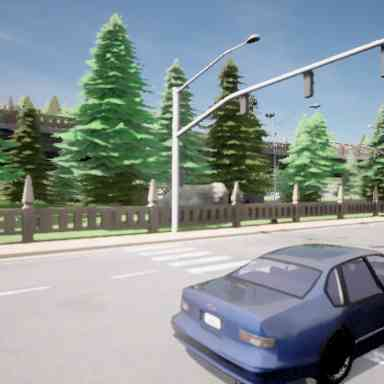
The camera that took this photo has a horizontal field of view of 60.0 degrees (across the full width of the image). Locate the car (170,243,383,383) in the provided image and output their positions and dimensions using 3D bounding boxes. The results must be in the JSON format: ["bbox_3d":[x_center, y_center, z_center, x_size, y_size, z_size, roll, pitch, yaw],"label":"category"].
[{"bbox_3d":[2.291,1.579,5.385,5.357,1.411,2.033,0,0,-35],"label":"car"}]
